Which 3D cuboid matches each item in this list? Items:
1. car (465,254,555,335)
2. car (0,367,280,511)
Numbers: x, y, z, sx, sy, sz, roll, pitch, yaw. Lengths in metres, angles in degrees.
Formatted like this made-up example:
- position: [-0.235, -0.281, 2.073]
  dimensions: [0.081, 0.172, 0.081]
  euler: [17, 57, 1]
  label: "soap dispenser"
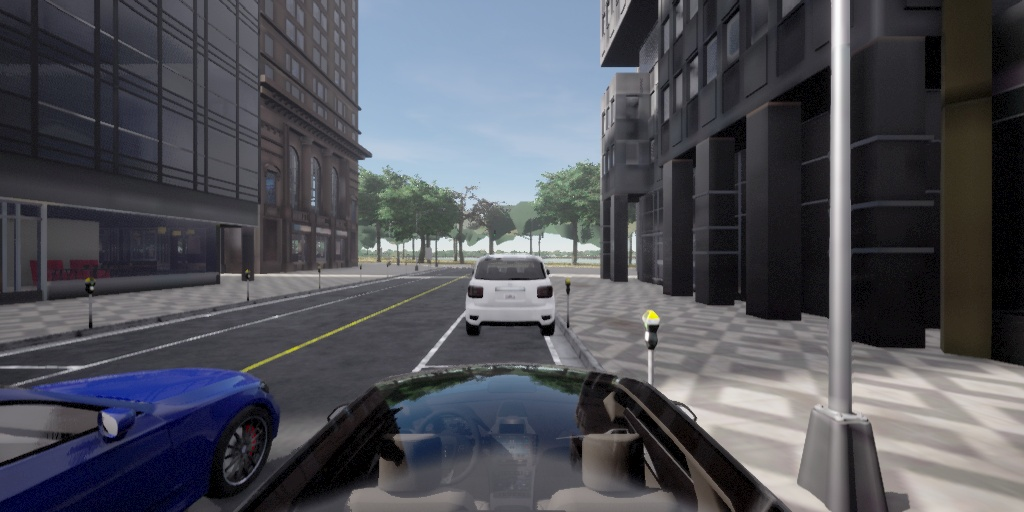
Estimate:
- position: [-0.039, 0.969, 10.530]
  dimensions: [2.150, 2.045, 5.566]
  euler: [0, 0, 0]
  label: "car"
- position: [-3.145, 1.269, 1.500]
  dimensions: [1.812, 1.442, 4.674]
  euler: [0, 0, 0]
  label: "car"
